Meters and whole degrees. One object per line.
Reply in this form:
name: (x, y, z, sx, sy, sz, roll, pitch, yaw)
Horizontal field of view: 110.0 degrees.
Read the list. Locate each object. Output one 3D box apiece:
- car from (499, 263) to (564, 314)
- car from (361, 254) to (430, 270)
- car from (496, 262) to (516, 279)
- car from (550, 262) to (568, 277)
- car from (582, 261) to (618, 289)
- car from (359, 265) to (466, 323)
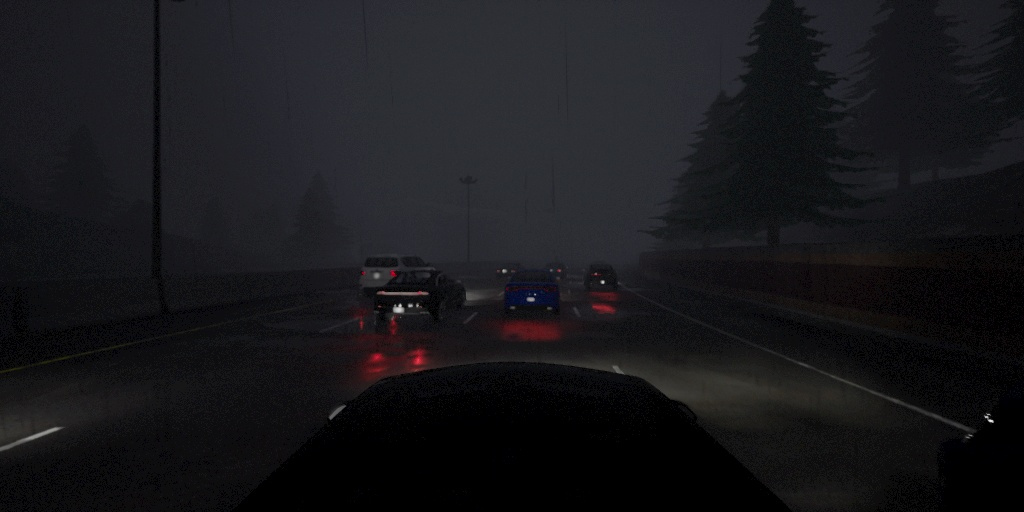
car: (0.829, 1.213, 13.748, 1.882, 1.535, 5.008, 0, 0, 5)
car: (-5.683, 0.934, 18.605, 2.150, 2.045, 5.566, 0, 0, 7)
car: (0.038, 1.257, 30.971, 2.033, 1.411, 5.357, 0, 0, 13)
car: (3.896, 1.264, 32.110, 2.033, 1.411, 5.357, 0, 0, 14)
car: (5.590, 1.239, 22.852, 1.837, 1.490, 4.892, 0, 0, 10)
car: (-2.837, 1.220, 11.990, 2.128, 1.511, 4.902, 0, 0, 5)
